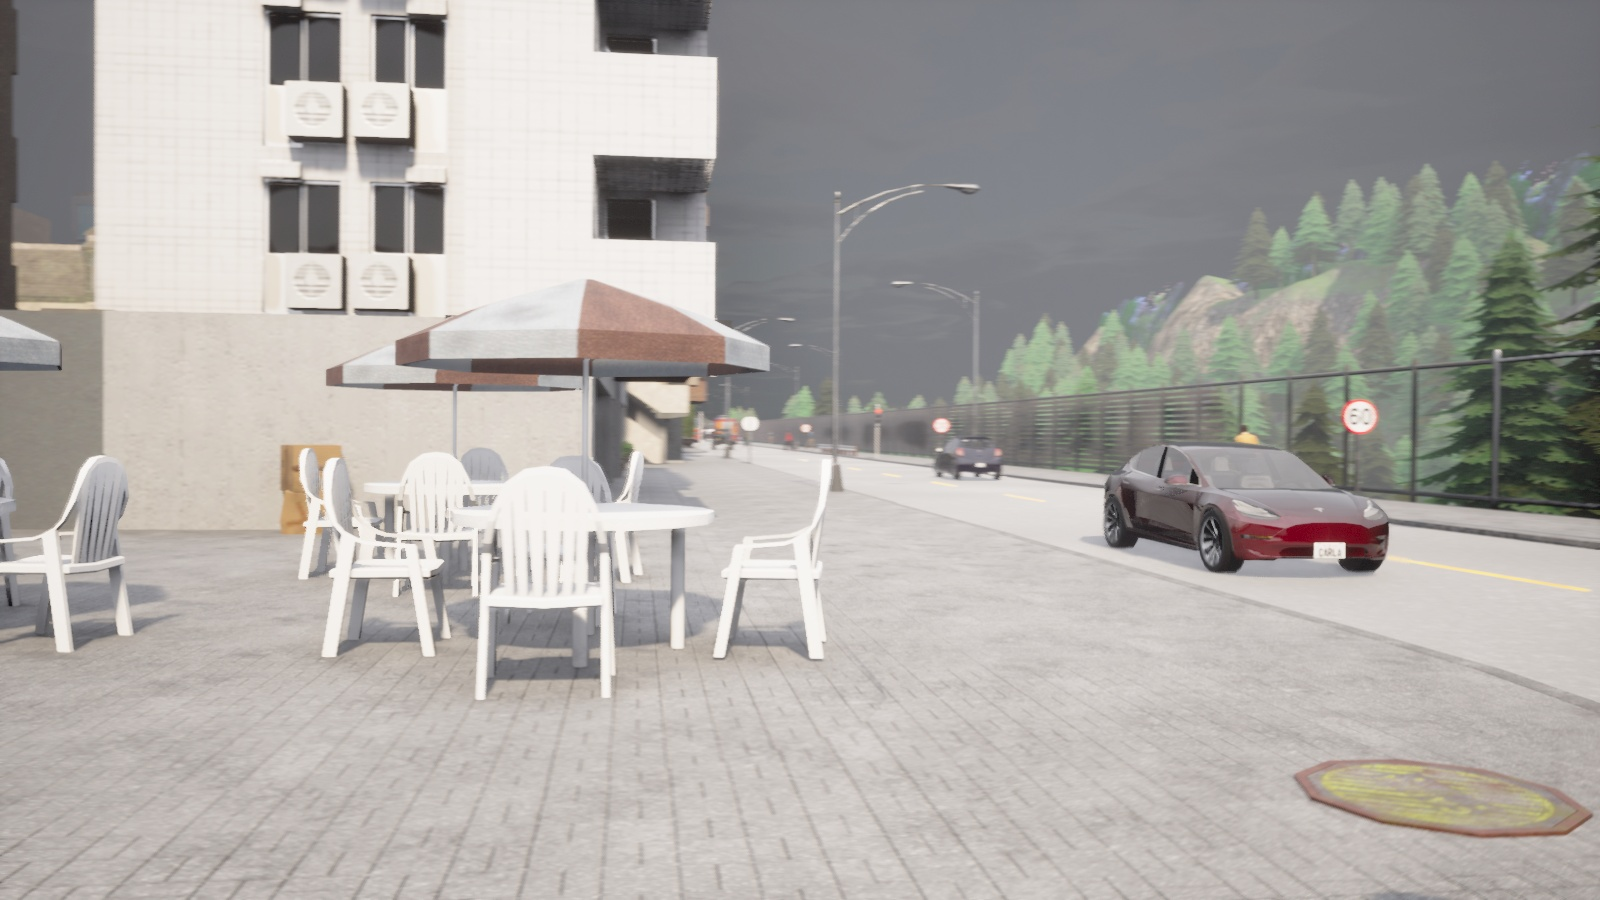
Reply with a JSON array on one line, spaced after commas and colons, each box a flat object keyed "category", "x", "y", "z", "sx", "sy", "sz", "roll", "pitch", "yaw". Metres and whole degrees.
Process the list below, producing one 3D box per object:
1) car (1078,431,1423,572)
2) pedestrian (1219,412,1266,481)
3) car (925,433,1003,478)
[{"category": "car", "x": 5.421, "y": 0.521, "z": 15.967, "sx": 2.163, "sy": 1.488, "sz": 4.792, "roll": -1, "pitch": 1, "yaw": -8}, {"category": "pedestrian", "x": 12.212, "y": -0.101, "z": 34.668, "sx": 0.874, "sy": 1.855, "sz": 0.900, "roll": -1, "pitch": 1, "yaw": -8}, {"category": "car", "x": 5.715, "y": 0.156, "z": 44.152, "sx": 1.845, "sy": 1.501, "sz": 3.633, "roll": -1, "pitch": 1, "yaw": -8}]
